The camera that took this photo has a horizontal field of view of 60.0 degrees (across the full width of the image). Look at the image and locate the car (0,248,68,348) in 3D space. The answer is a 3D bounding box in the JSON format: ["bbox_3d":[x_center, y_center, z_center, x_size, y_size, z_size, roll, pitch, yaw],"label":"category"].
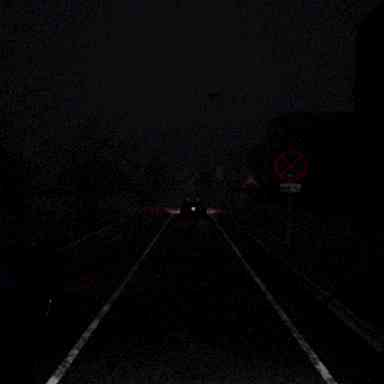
[{"bbox_3d":[-3.351,1.516,4.237,2.033,1.411,5.357,0,0,0],"label":"car"}]

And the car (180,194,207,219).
[{"bbox_3d":[0.093,1.185,26.011,2.163,1.488,4.792,0,1,0],"label":"car"}]
